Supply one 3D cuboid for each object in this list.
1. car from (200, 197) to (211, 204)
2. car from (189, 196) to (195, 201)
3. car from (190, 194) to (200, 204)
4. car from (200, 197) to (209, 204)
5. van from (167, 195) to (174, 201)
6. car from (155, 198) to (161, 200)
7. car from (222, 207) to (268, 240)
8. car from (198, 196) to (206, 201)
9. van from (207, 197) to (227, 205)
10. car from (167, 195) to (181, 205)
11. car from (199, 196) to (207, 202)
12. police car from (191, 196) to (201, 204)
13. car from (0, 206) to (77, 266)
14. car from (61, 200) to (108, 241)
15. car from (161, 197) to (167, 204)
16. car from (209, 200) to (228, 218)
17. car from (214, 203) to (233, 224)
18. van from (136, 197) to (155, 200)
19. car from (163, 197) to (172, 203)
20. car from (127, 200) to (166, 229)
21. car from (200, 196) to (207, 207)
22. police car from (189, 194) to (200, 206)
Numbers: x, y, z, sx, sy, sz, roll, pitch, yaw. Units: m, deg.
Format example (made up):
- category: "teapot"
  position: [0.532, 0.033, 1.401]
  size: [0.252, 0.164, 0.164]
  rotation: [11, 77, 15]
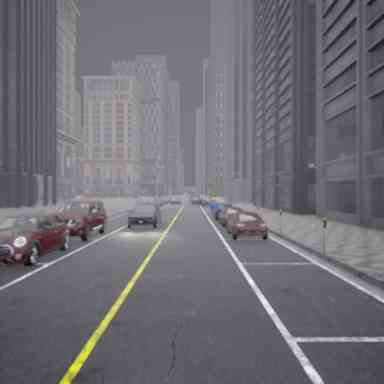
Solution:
- category: "car"
  position: [2.747, 1.772, 67.870]
  size: [2.008, 1.369, 4.403]
  rotation: [0, 0, 0]
- category: "car"
  position: [-0.018, 1.753, 91.882]
  size: [1.837, 1.490, 4.892]
  rotation: [0, 0, 0]
- category: "car"
  position: [0.662, 1.463, 74.355]
  size: [2.150, 2.045, 5.566]
  rotation: [0, 0, 0]
- category: "car"
  position: [2.746, 1.803, 73.511]
  size: [1.947, 1.339, 4.313]
  rotation: [0, 0, 0]
- category: "van"
  position: [-5.783, 1.623, 90.431]
  size: [1.690, 1.788, 3.998]
  rotation: [0, 0, 0]
- category: "car"
  position: [-5.774, 1.695, 45.303]
  size: [1.887, 1.381, 4.507]
  rotation: [0, 0, 0]
- category: "car"
  position: [2.756, 1.640, 17.104]
  size: [1.802, 1.307, 4.206]
  rotation: [0, 0, 0]
- category: "car"
  position: [2.743, 1.832, 90.433]
  size: [2.008, 1.369, 4.403]
  rotation: [0, 0, 0]
- category: "van"
  position: [2.752, 1.455, 34.027]
  size: [1.690, 1.788, 3.998]
  rotation: [0, 0, 0]
- category: "car"
  position: [-3.041, 1.688, 62.771]
  size: [1.882, 1.535, 5.008]
  rotation: [0, 0, 1]
- category: "car"
  position: [2.744, 1.793, 84.962]
  size: [1.752, 1.417, 4.829]
  rotation: [0, 0, 0]
- category: "police car"
  position: [0.759, 1.648, 68.406]
  size: [1.930, 1.638, 5.238]
  rotation: [0, 0, -2]
- category: "car"
  position: [-5.769, 1.479, 11.458]
  size: [1.967, 1.590, 4.097]
  rotation: [0, 0, 0]
- category: "car"
  position: [-5.770, 1.373, 17.100]
  size: [2.192, 1.841, 5.009]
  rotation: [0, 0, 0]
- category: "car"
  position: [-5.777, 1.753, 56.585]
  size: [1.947, 1.339, 4.313]
  rotation: [0, 0, 0]
- category: "car"
  position: [2.754, 1.661, 28.386]
  size: [1.947, 1.339, 4.313]
  rotation: [0, 0, 0]
- category: "car"
  position: [2.755, 1.659, 22.745]
  size: [1.802, 1.307, 4.206]
  rotation: [0, 0, 0]
- category: "van"
  position: [-5.774, 1.473, 39.663]
  size: [1.690, 1.788, 3.998]
  rotation: [0, 0, 0]
- category: "car"
  position: [-5.780, 1.819, 79.149]
  size: [1.947, 1.339, 4.313]
  rotation: [0, 0, 0]
- category: "car"
  position: [-3.104, 1.554, 22.607]
  size: [1.882, 1.535, 5.008]
  rotation: [0, 0, 0]
- category: "car"
  position: [2.749, 1.732, 56.589]
  size: [1.887, 1.381, 4.507]
  rotation: [0, 0, 0]
- category: "police car"
  position: [0.876, 1.620, 58.434]
  size: [1.930, 1.638, 5.238]
  rotation: [0, 0, 0]
